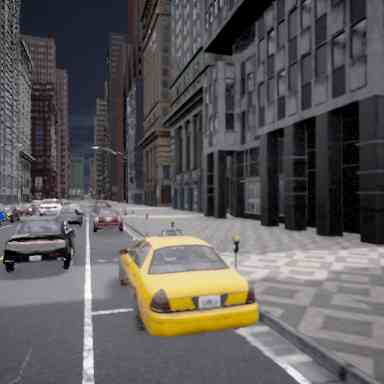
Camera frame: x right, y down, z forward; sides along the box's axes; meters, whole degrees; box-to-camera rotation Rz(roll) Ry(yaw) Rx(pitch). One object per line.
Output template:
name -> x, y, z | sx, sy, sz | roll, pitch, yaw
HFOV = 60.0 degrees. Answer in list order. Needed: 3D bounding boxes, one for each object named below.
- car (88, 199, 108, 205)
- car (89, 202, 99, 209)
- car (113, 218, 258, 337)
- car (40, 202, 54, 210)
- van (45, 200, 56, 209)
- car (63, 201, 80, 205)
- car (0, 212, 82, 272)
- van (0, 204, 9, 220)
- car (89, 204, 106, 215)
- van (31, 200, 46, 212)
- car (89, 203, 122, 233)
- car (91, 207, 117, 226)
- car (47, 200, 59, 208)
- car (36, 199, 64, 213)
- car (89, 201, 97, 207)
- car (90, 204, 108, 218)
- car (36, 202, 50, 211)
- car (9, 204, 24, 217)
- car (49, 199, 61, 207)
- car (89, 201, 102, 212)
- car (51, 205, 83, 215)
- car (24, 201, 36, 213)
car -> -9.244, 1.863, 33.557 | 2.192, 1.841, 5.009 | 0, -1, -17
car -> -19.408, 2.646, 65.802 | 1.947, 1.339, 4.313 | 0, -1, -17
car -> -0.519, 1.572, 7.175 | 1.801, 1.575, 5.366 | 0, -1, -17
car -> -27.537, 2.615, 63.233 | 2.008, 1.369, 4.403 | 0, -1, -17
van -> -29.232, 2.496, 68.611 | 1.690, 1.788, 3.998 | 0, -1, -17
car -> -14.722, 2.217, 41.757 | 1.812, 1.442, 4.674 | 0, -1, -18
car -> -5.141, 1.690, 11.695 | 2.128, 1.511, 4.902 | 0, -1, -17
van -> -15.677, 1.786, 25.610 | 1.690, 1.788, 3.998 | 0, -1, -17
car -> -12.631, 2.290, 44.303 | 1.947, 1.339, 4.313 | 0, -1, -17
van -> -24.149, 2.227, 52.486 | 1.690, 1.788, 3.998 | 0, -1, -17
car -> -5.854, 1.812, 22.805 | 1.967, 1.590, 4.097 | 0, -1, -17
car -> -7.548, 2.026, 28.178 | 1.947, 1.339, 4.313 | 0, -1, -17
car -> -30.926, 2.686, 73.985 | 1.967, 1.590, 4.097 | 0, -1, -17
car -> -18.155, 1.942, 42.641 | 2.150, 2.045, 5.566 | 0, -1, -17
car -> -24.491, 2.934, 81.927 | 1.802, 1.307, 4.206 | 0, -1, -17
car -> -10.937, 2.181, 38.929 | 1.887, 1.381, 4.507 | 0, -1, -17
car -> -25.791, 2.497, 57.697 | 1.752, 1.417, 4.829 | 0, -1, -17
car -> -17.371, 1.973, 30.984 | 1.967, 1.590, 4.097 | 0, -1, -17
car -> -32.621, 2.652, 79.362 | 2.192, 1.841, 5.009 | 0, -1, -17
car -> -16.020, 2.341, 55.054 | 1.967, 1.590, 4.097 | 0, -1, -17
car -> -9.850, 2.007, 26.635 | 1.994, 1.385, 4.181 | 0, -1, -18
car -> -20.760, 2.149, 41.734 | 1.967, 1.590, 4.097 | 0, -1, -17
